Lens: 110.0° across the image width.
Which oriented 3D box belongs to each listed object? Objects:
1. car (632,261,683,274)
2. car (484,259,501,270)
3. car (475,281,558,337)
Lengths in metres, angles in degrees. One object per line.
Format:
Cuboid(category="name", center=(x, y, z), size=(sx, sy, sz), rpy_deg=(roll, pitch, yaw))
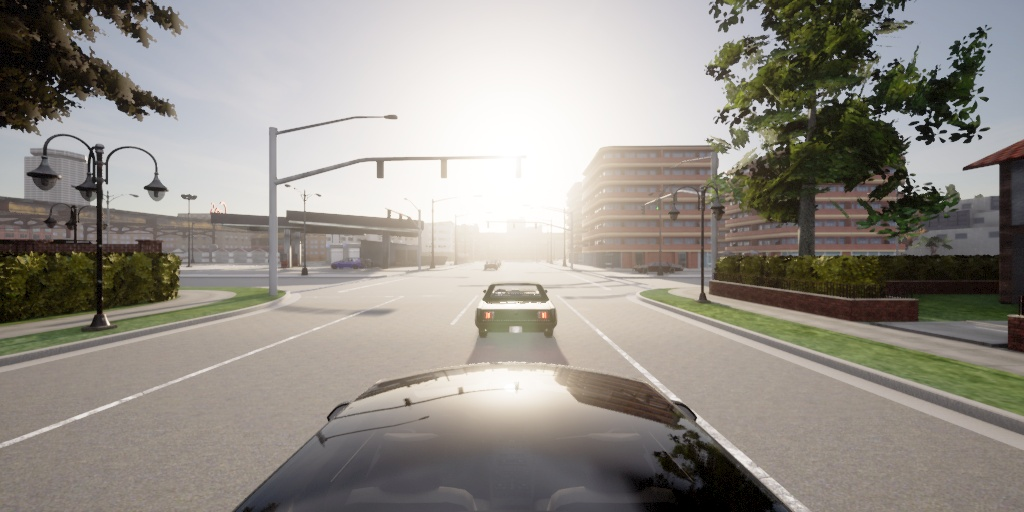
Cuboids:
Cuboid(category="car", center=(16.639, 1.297, 41.043), size=(5.357, 1.411, 2.033), rpy_deg=(0, 0, 1))
Cuboid(category="car", center=(-3.054, 1.351, 52.558), size=(1.895, 1.301, 4.718), rpy_deg=(0, 0, -1))
Cuboid(category="car", center=(0.098, 1.351, 10.227), size=(1.895, 1.301, 4.718), rpy_deg=(0, 0, 0))
